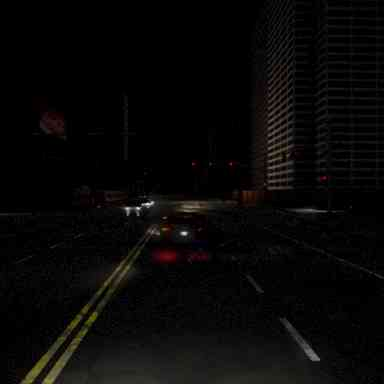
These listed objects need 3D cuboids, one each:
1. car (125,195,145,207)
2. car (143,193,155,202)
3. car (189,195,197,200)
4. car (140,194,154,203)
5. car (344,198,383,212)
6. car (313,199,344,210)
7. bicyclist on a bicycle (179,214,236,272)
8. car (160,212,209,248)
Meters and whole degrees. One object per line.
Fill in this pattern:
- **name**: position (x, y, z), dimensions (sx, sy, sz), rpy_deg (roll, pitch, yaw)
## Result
- **car**: position (-8.817, 1.525, 50.812), dimensions (1.812, 1.442, 4.674), rpy_deg (0, 0, -2)
- **car**: position (-9.638, 1.525, 76.827), dimensions (2.128, 1.511, 4.902), rpy_deg (0, 0, -2)
- **car**: position (0.396, 1.525, 90.290), dimensions (2.128, 1.511, 4.902), rpy_deg (0, 0, -2)
- **car**: position (-9.286, 1.601, 66.174), dimensions (1.895, 1.301, 4.718), rpy_deg (0, 0, -2)
- **car**: position (20.965, 1.492, 38.763), dimensions (4.902, 1.511, 2.128), rpy_deg (0, 0, -2)
- **car**: position (18.310, 1.547, 42.161), dimensions (5.357, 1.411, 2.033), rpy_deg (0, 0, -2)
- **bicyclist on a bicycle**: position (0.426, 1.455, 9.456), dimensions (1.656, 1.620, 0.582), rpy_deg (-2, 0, -2)
- **car**: position (-0.362, 1.564, 14.756), dimensions (1.994, 1.385, 4.181), rpy_deg (0, 0, -2)
